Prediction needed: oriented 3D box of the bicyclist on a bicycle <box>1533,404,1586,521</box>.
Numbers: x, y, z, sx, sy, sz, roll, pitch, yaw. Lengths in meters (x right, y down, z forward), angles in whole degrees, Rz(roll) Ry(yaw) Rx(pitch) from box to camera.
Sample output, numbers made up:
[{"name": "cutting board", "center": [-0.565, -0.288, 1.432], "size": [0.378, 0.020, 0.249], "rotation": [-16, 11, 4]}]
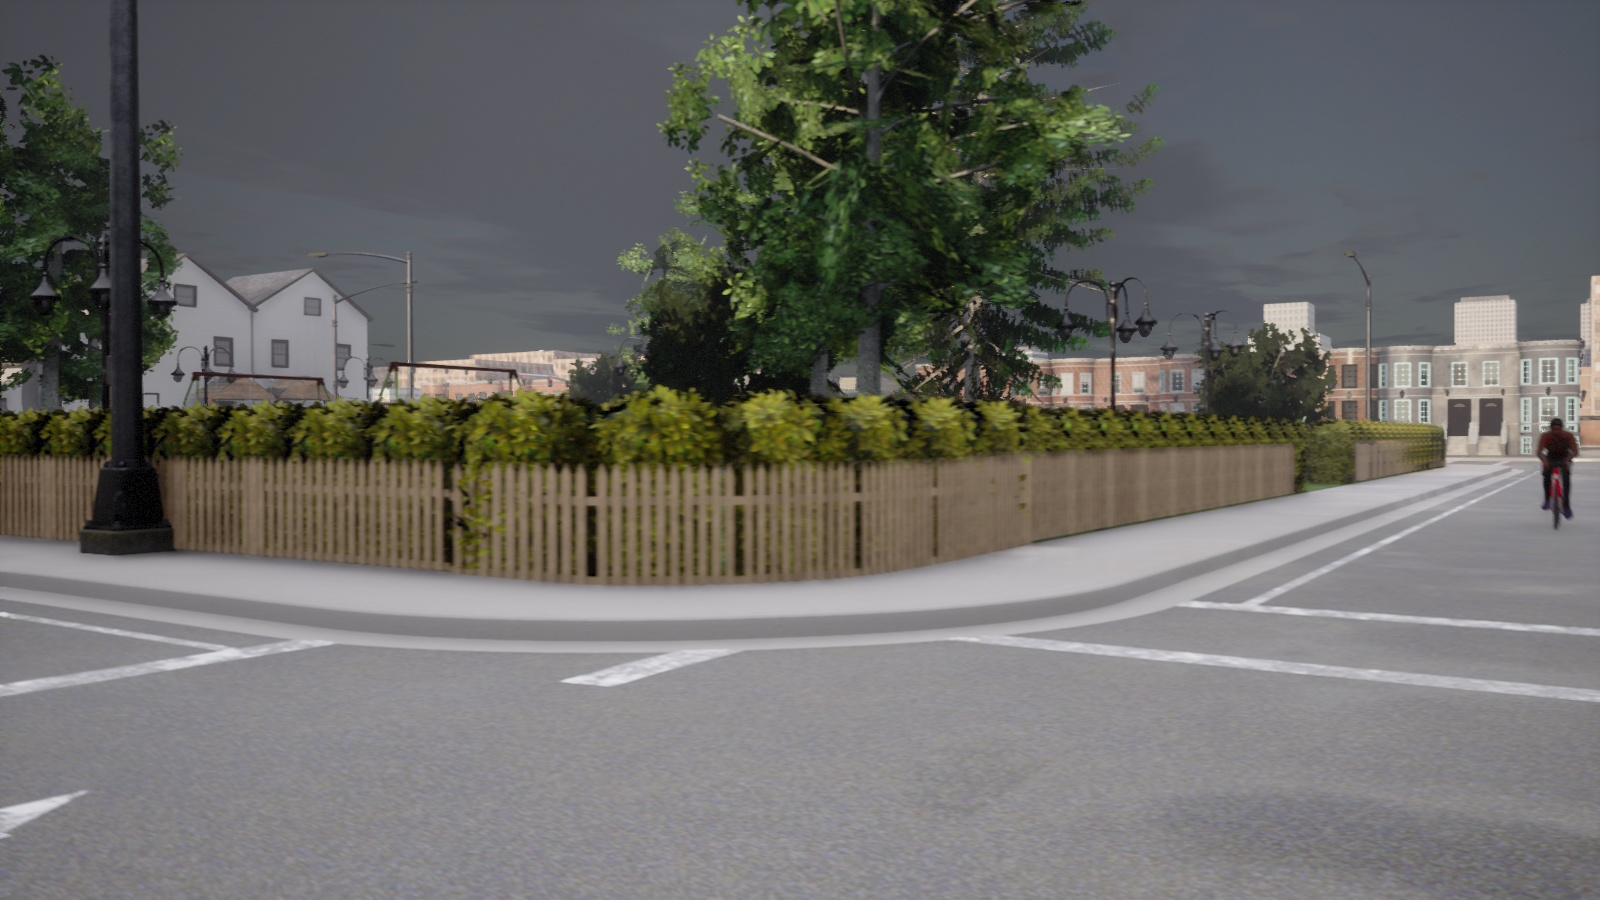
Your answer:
[{"name": "bicyclist on a bicycle", "center": [11.096, 0.159, 18.323], "size": [0.582, 1.620, 1.656], "rotation": [-1, 1, 33]}]
